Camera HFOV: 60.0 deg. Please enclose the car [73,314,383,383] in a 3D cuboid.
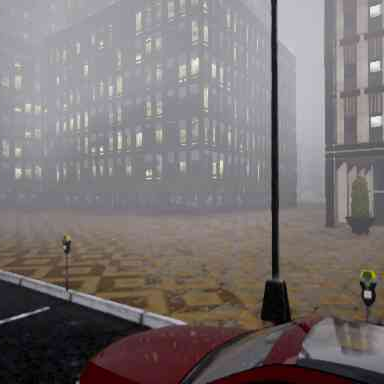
[{"bbox_3d":[0.898,1.579,2.218,4.206,1.307,1.802,0,0,36],"label":"car"}]
